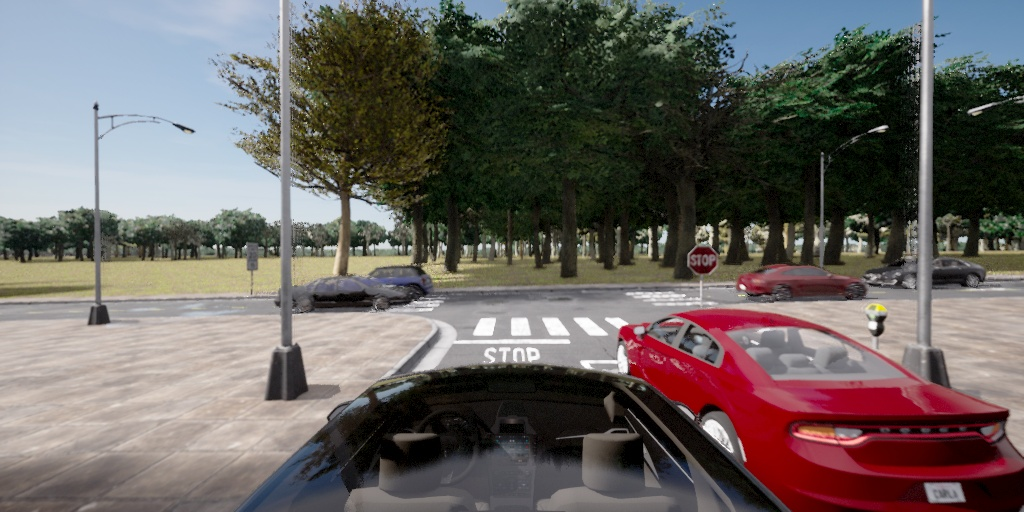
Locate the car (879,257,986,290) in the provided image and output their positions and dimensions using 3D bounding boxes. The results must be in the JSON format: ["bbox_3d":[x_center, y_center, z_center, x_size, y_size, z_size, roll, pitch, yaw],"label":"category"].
[{"bbox_3d":[20.322,0.825,17.802,4.892,1.490,1.837,-1,1,0],"label":"car"}]

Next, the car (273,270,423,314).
[{"bbox_3d":[-6.760,1.527,14.842,5.357,1.411,2.033,-1,1,0],"label":"car"}]

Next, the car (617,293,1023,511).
[{"bbox_3d":[2.635,1.311,4.401,1.888,1.381,4.507,0,0,0],"label":"car"}]

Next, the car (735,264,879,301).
[{"bbox_3d":[11.836,1.070,14.847,4.674,1.442,1.812,-1,1,0],"label":"car"}]

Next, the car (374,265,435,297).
[{"bbox_3d":[-6.257,1.289,17.789,4.553,1.767,2.097,-1,1,0],"label":"car"}]
